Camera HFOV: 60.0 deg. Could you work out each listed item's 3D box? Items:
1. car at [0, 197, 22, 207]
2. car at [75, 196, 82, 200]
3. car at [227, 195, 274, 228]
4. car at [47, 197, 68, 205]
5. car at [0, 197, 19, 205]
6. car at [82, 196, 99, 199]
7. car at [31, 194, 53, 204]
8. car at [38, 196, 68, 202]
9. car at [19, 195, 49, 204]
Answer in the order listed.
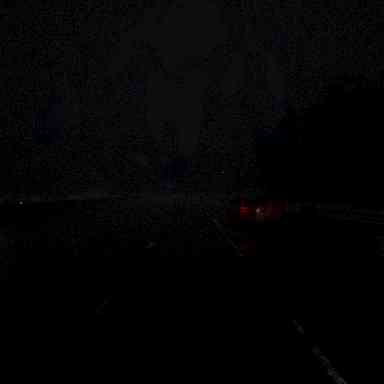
[{"bbox_3d":[-28.017,1.501,50.400,1.837,1.490,4.892,0,-1,1],"label":"car"},{"bbox_3d":[-20.988,1.519,63.393,1.812,1.442,4.674,0,0,0],"label":"car"},{"bbox_3d":[3.804,1.226,22.399,2.150,2.045,5.566,0,0,-3],"label":"car"},{"bbox_3d":[-24.498,1.594,60.739,1.895,1.301,4.718,0,0,0],"label":"car"},{"bbox_3d":[-24.568,1.501,44.055,1.837,1.490,4.892,0,0,0],"label":"car"},{"bbox_3d":[-17.521,1.593,59.501,1.895,1.301,4.718,0,0,1],"label":"car"},{"bbox_3d":[-27.988,1.346,62.341,2.097,1.767,4.553,0,0,0],"label":"car"},{"bbox_3d":[-17.573,1.558,42.987,1.994,1.385,4.181,0,0,0],"label":"car"},{"bbox_3d":[-21.059,1.519,45.320,1.812,1.442,4.674,0,0,0],"label":"car"}]
